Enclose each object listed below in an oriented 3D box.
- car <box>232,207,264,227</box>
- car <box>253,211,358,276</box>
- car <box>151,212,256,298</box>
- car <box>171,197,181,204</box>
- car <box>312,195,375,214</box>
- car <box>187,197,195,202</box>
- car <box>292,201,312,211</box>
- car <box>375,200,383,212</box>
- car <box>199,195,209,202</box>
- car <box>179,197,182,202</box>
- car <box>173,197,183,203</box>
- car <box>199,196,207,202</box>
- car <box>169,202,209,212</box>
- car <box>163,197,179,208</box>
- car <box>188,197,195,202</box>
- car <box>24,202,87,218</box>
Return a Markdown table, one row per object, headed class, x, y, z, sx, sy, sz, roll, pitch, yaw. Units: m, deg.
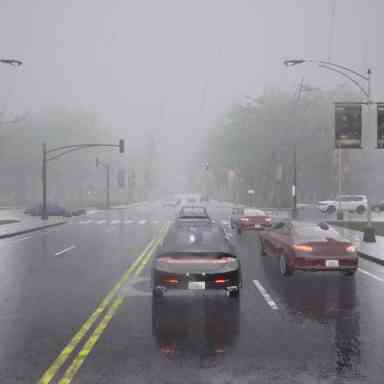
| class | x | y | z | sx | sy | sz | roll | pitch | yaw |
| --- | --- | --- | --- | --- | --- | --- | --- | --- | --- |
| car | 3.322 | 1.555 | 19.027 | 1.812 | 1.442 | 4.674 | 0 | 0 | 1 |
| car | 3.326 | 1.533 | 10.219 | 1.812 | 1.442 | 4.674 | 0 | 0 | 0 |
| car | 0.083 | 1.496 | 8.498 | 2.128 | 1.511 | 4.902 | 0 | 0 | 0 |
| car | -3.395 | 1.851 | 71.314 | 1.994 | 1.385 | 4.181 | 0 | -1 | 0 |
| car | 17.031 | 1.399 | 37.607 | 5.566 | 2.045 | 2.150 | 0 | 0 | -1 |
| car | -0.166 | 1.893 | 82.541 | 1.882 | 1.535 | 5.008 | 0 | -1 | 0 |
| car | 14.784 | 1.772 | 40.829 | 4.718 | 1.301 | 1.895 | 0 | 0 | 0 |
| car | 23.915 | 1.695 | 40.919 | 5.008 | 1.535 | 1.882 | 0 | 0 | 0 |
| car | 3.083 | 1.642 | 82.614 | 2.150 | 2.045 | 5.566 | 0 | -1 | 0 |
| car | -3.440 | 1.706 | 61.404 | 2.128 | 1.511 | 4.902 | 0 | 0 | 0 |
| car | -3.416 | 1.946 | 81.791 | 2.033 | 1.411 | 5.357 | 0 | -1 | 0 |
| car | 3.061 | 1.952 | 93.002 | 2.033 | 1.411 | 5.357 | 0 | -1 | 0 |
| car | 0.065 | 1.517 | 17.906 | 2.128 | 1.511 | 4.902 | 0 | 0 | 0 |
| car | -3.448 | 1.760 | 52.051 | 1.895 | 1.301 | 4.718 | 0 | 0 | 0 |
| car | -0.189 | 1.965 | 92.995 | 1.994 | 1.385 | 4.181 | 0 | -1 | 0 |
| car | -12.294 | 1.578 | 29.961 | 5.357 | 1.411 | 2.033 | 0 | 0 | 11 |
